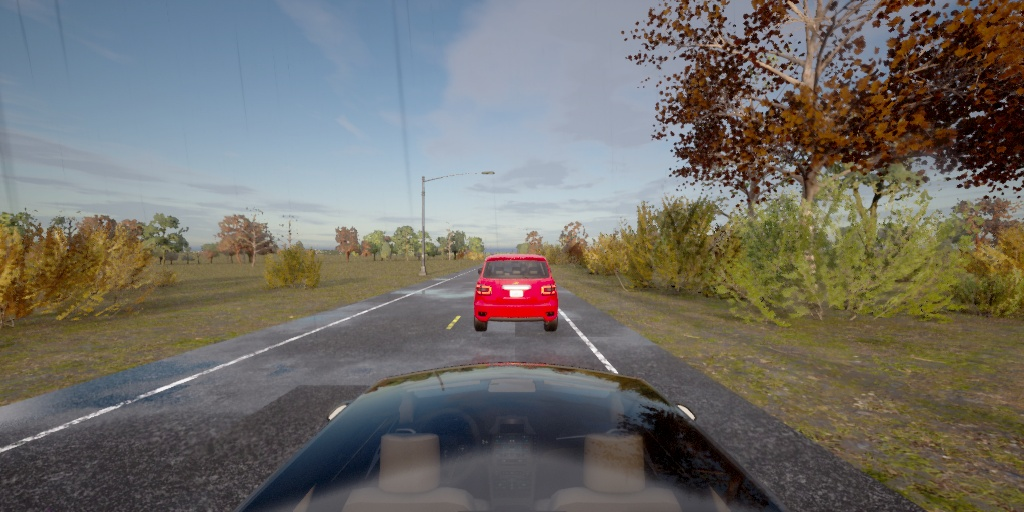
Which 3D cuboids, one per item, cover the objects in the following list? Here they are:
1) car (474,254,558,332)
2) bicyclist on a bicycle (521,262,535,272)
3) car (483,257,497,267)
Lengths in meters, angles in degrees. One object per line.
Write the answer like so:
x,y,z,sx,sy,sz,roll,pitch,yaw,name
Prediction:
0.093,0.968,11.039,2.150,2.045,5.566,0,0,0,car
0.946,1.114,18.745,0.659,1.776,1.843,0,0,0,bicyclist on a bicycle
-3.912,1.087,64.493,2.097,1.767,4.553,0,0,0,car
